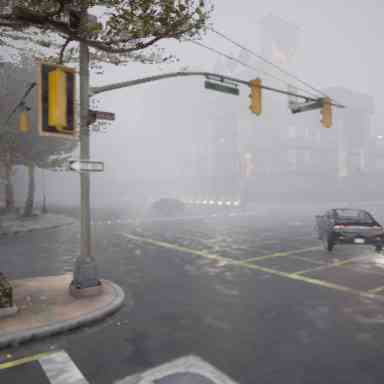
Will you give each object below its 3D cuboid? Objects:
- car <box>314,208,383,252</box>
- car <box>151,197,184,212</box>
[{"bbox_3d":[6.177,1.399,13.447,2.128,1.511,4.902,0,0,14],"label":"car"},{"bbox_3d":[-2.710,1.369,36.446,1.837,1.490,4.892,0,0,-35],"label":"car"}]
